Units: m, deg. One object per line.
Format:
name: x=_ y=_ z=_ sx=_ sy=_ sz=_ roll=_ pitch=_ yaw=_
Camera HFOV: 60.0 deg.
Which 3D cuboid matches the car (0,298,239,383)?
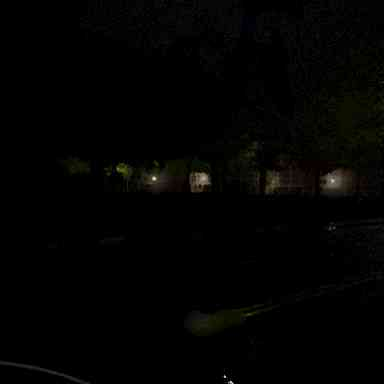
car: x=-1.828 y=1.504 z=2.136 sx=4.892 sy=1.490 sz=1.837 roll=0 pitch=0 yaw=-35
